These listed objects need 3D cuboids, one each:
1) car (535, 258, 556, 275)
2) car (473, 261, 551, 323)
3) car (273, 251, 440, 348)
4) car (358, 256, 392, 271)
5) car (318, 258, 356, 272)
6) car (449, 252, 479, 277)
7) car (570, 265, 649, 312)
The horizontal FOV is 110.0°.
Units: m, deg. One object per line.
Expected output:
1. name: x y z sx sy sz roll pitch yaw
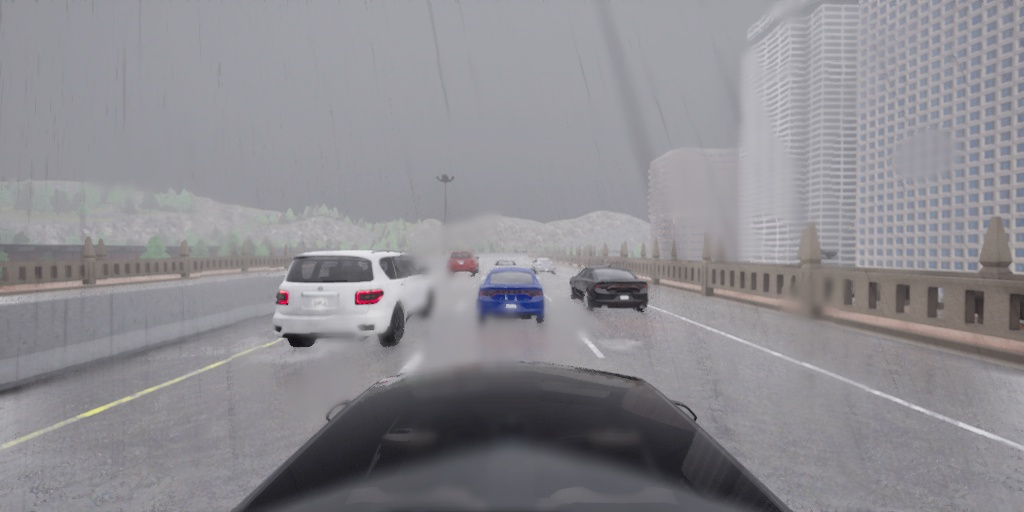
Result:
1. car: 2.840 0.913 32.855 1.812 1.442 4.674 0 1 -2
2. car: -0.033 1.112 11.655 1.882 1.535 5.008 0 1 -1
3. car: -3.488 0.887 9.084 2.150 2.045 5.566 0 1 -1
4. car: -15.100 0.801 39.831 2.128 1.511 4.902 0 1 -2
5. car: -18.546 0.930 38.205 1.895 1.301 4.718 0 1 -2
6. car: -4.079 0.635 30.793 2.150 2.045 5.566 0 1 -2
7. car: 3.435 1.089 13.532 1.882 1.535 5.008 0 1 -1
